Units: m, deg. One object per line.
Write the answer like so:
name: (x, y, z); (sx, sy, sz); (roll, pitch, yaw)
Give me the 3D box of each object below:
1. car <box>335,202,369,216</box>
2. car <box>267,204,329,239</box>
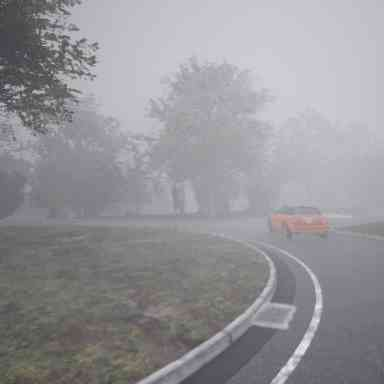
car: (17.013, 1.732, 35.420); (4.181, 1.385, 1.994); (0, -1, -38)
car: (5.623, 1.476, 18.245); (2.097, 1.767, 4.553); (0, -1, -1)
